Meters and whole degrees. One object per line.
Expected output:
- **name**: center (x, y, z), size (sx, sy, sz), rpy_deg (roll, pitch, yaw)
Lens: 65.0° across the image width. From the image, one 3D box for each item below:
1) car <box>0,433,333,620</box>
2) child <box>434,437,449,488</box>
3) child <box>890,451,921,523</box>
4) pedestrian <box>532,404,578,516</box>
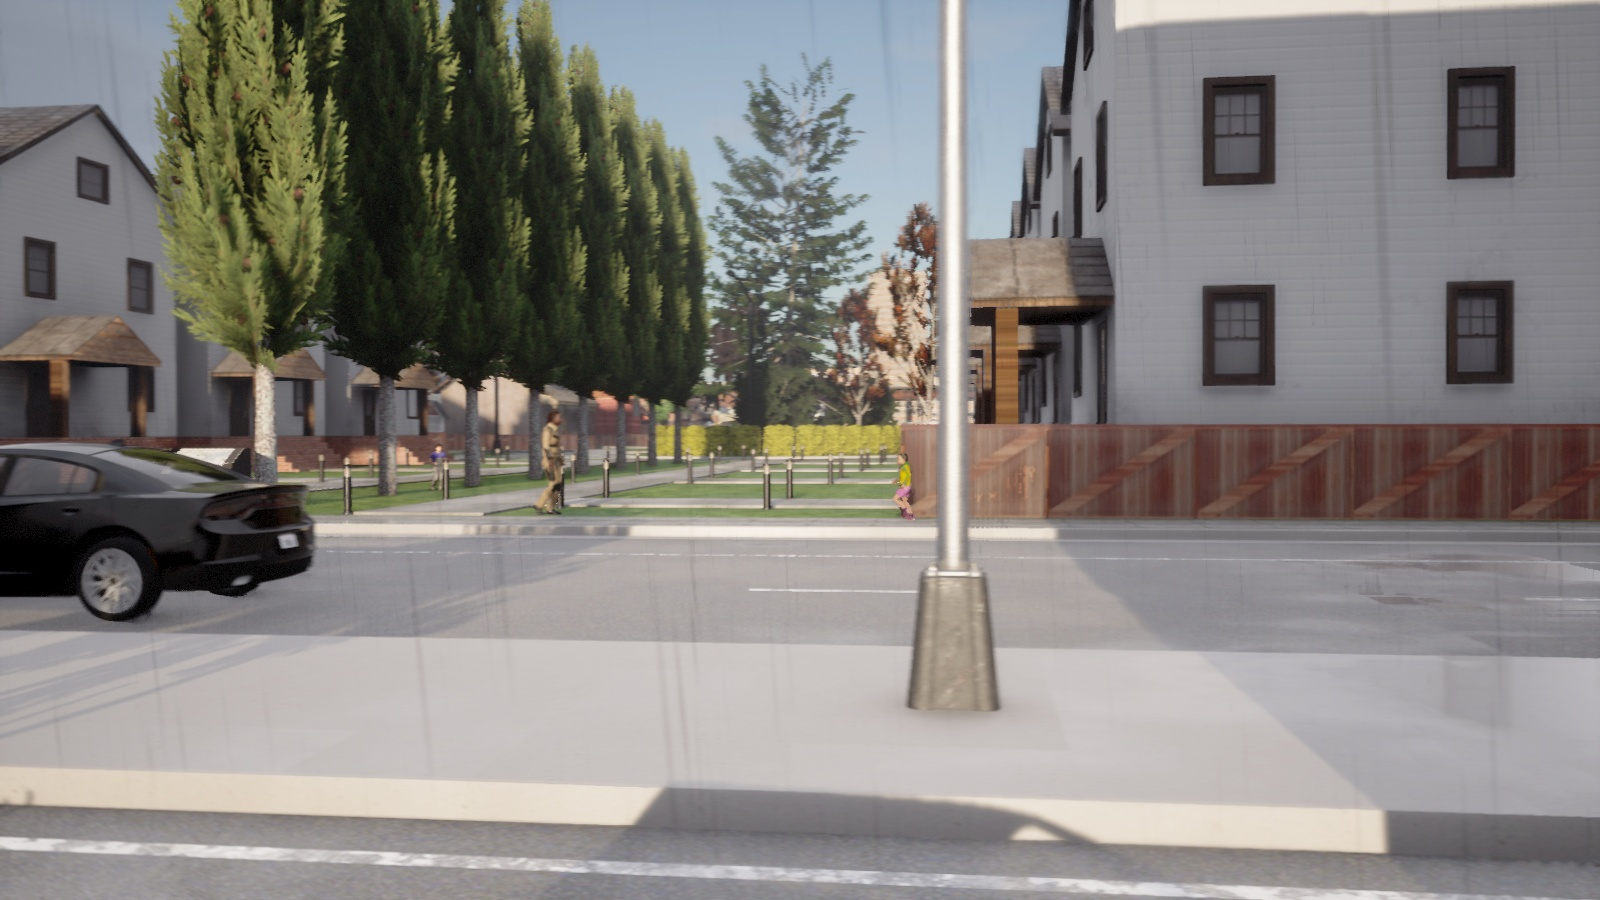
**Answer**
- **car**: center (-7.168, 0.616, 11.647), size (5.008, 1.535, 1.882), rpy_deg (0, 1, 7)
- **child**: center (-8.990, 0.303, 31.460), size (0.270, 1.263, 0.437), rpy_deg (0, 1, -29)
- **child**: center (1.708, 0.597, 20.381), size (0.473, 1.160, 0.299), rpy_deg (0, 1, 8)
- **pedestrian**: center (-4.261, 0.169, 21.831), size (0.692, 1.930, 0.396), rpy_deg (0, 1, 8)
